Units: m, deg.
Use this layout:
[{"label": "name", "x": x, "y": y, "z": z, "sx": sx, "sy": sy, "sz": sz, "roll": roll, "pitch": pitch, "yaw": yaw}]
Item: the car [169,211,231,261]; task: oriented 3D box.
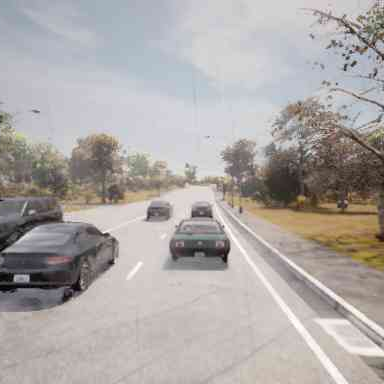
[{"label": "car", "x": 0.290, "y": 1.601, "z": 12.208, "sx": 1.895, "sy": 1.301, "sz": 4.718, "roll": 0, "pitch": 0, "yaw": 1}]

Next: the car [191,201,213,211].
[{"label": "car", "x": 0.860, "y": 1.527, "z": 28.936, "sx": 1.812, "sy": 1.442, "sz": 4.674, "roll": 0, "pitch": 0, "yaw": 2}]

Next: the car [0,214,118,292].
[{"label": "car", "x": -3.288, "y": 1.524, "z": 8.798, "sx": 1.812, "sy": 1.442, "sz": 4.674, "roll": 0, "pitch": 0, "yaw": 1}]

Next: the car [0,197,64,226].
[{"label": "car", "x": -6.899, "y": 1.218, "z": 12.950, "sx": 2.150, "sy": 2.045, "sz": 5.566, "roll": 0, "pitch": 0, "yaw": 1}]

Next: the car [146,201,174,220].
[{"label": "car", "x": -2.653, "y": 1.503, "z": 28.287, "sx": 1.837, "sy": 1.490, "sz": 4.892, "roll": 0, "pitch": 0, "yaw": 2}]
